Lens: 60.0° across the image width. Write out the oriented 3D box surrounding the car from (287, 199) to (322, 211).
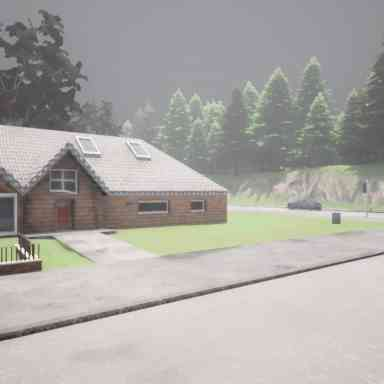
[{"bbox_3d":[13.781,1.564,40.972,1.994,1.385,4.181,0,0,-35],"label":"car"}]
